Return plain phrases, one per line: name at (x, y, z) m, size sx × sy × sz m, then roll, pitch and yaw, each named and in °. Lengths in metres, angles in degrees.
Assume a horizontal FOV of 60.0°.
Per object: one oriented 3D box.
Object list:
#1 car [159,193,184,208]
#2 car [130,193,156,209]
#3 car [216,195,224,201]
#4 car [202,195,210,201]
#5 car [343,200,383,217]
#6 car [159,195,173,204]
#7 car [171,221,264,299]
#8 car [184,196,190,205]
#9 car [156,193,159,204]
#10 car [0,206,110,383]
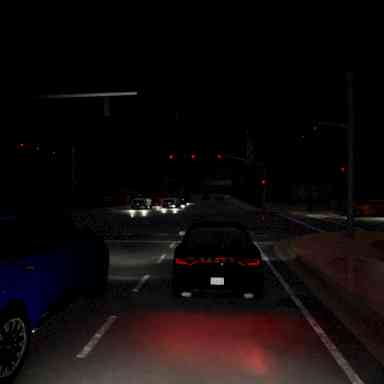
car at (-2.940, 1.221, 48.879) m, size 2.150 × 2.045 × 5.566 m, roll 0°, pitch 0°, yaw 4°
car at (-6.767, 1.221, 45.265) m, size 2.150 × 2.045 × 5.566 m, roll 0°, pitch 0°, yaw 3°
car at (7.078, 1.553, 84.746) m, size 1.994 × 1.385 × 4.181 m, roll 0°, pitch 0°, yaw 5°
car at (3.561, 1.524, 84.681) m, size 1.812 × 1.442 × 4.674 m, roll 0°, pitch 0°, yaw 5°
car at (16.717, 1.478, 30.924) m, size 5.008 × 1.535 × 1.882 m, roll 0°, pitch 0°, yaw 5°
car at (-5.036, 1.478, 65.621) m, size 1.882 × 1.535 × 5.008 m, roll 0°, pitch 0°, yaw 5°
car at (0.636, 1.478, 8.549) m, size 1.882 × 1.535 × 5.008 m, roll 0°, pitch 0°, yaw 4°
car at (-2.139, 1.352, 58.536) m, size 2.097 × 1.767 × 4.553 m, roll 0°, pitch 0°, yaw 5°
car at (-5.900, 1.221, 55.576) m, size 2.150 × 2.045 × 5.566 m, roll 0°, pitch 0°, yaw 5°
car at (-3.081, 1.221, 5.436) m, size 2.150 × 2.045 × 5.566 m, roll 0°, pitch 0°, yaw 3°
